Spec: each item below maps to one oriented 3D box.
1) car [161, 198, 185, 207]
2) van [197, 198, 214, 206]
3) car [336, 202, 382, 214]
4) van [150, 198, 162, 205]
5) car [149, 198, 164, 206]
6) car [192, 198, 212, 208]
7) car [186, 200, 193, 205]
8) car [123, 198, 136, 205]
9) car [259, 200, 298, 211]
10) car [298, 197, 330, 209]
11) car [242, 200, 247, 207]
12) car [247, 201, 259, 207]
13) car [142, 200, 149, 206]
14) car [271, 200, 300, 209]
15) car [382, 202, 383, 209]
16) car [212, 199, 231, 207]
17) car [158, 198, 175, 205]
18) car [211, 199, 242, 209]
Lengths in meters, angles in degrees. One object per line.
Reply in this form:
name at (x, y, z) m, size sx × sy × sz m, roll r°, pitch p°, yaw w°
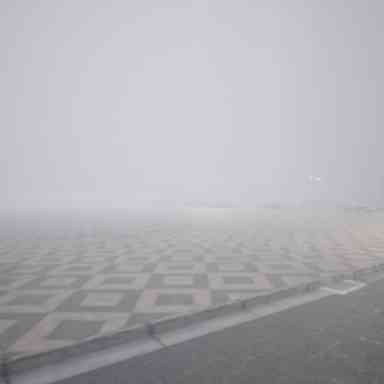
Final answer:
car at (-3.958, 2.477, 70.799) m, size 2.008 × 1.369 × 4.403 m, roll -1°, pitch 0°, yaw -35°
van at (2.982, 2.269, 75.743) m, size 1.690 × 1.788 × 3.998 m, roll -1°, pitch 0°, yaw -35°
car at (18.970, 1.825, 38.630) m, size 2.008 × 1.369 × 4.403 m, roll -1°, pitch 0°, yaw -35°
van at (-10.121, 2.634, 94.129) m, size 1.690 × 1.788 × 3.998 m, roll -1°, pitch 0°, yaw -35°
car at (-7.236, 2.459, 75.395) m, size 1.967 × 1.590 × 4.097 m, roll -1°, pitch 0°, yaw -35°
car at (2.593, 2.288, 61.607) m, size 2.008 × 1.369 × 4.403 m, roll -1°, pitch 0°, yaw -35°
car at (-0.289, 2.571, 80.339) m, size 2.008 × 1.369 × 4.403 m, roll -1°, pitch 0°, yaw -35°
car at (-17.059, 2.873, 89.183) m, size 1.802 × 1.307 × 4.206 m, roll -1°, pitch 0°, yaw -35°
car at (12.419, 1.999, 47.821) m, size 1.887 × 1.381 × 4.507 m, roll -1°, pitch 0°, yaw -35°
car at (19.359, 1.771, 52.764) m, size 2.192 × 1.841 × 5.009 m, roll -1°, pitch 0°, yaw -35°
car at (9.538, 2.284, 66.550) m, size 1.887 × 1.381 × 4.507 m, roll -1°, pitch 0°, yaw -35°
car at (12.811, 2.226, 61.960) m, size 1.802 × 1.307 × 4.206 m, roll -1°, pitch 0°, yaw -35°
car at (-10.509, 2.655, 79.991) m, size 1.887 × 1.381 × 4.507 m, roll -1°, pitch 0°, yaw -35°
car at (16.089, 2.094, 57.359) m, size 1.887 × 1.381 × 4.507 m, roll -1°, pitch 0°, yaw -35°
car at (25.817, 1.804, 43.710) m, size 1.752 × 1.417 × 4.829 m, roll -1°, pitch 0°, yaw -35°
car at (6.260, 2.274, 71.147) m, size 1.967 × 1.590 × 4.097 m, roll -1°, pitch 0°, yaw -35°
car at (-6.846, 2.518, 89.533) m, size 2.192 × 1.841 × 5.009 m, roll -1°, pitch 0°, yaw -35°
car at (5.868, 2.193, 57.012) m, size 2.008 × 1.369 × 4.403 m, roll -1°, pitch 0°, yaw -35°
